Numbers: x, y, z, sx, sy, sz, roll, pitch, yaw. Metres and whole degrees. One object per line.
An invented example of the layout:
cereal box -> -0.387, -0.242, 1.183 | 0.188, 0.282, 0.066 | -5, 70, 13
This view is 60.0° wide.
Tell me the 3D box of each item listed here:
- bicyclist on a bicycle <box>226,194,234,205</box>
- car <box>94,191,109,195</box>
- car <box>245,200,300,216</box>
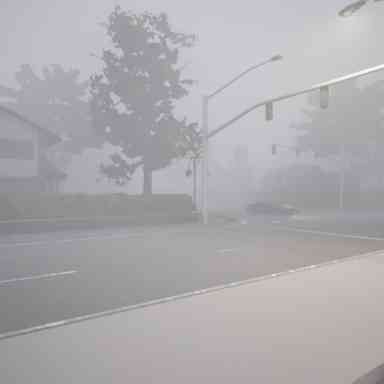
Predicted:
bicyclist on a bicycle -> 5.873, 1.161, 51.054 | 1.656, 1.620, 0.582 | 0, 0, -36
car -> -20.439, 0.843, 75.225 | 2.150, 2.045, 5.566 | 0, 0, -36
car -> 7.440, 1.460, 31.219 | 2.033, 1.411, 5.357 | 0, 0, -36
